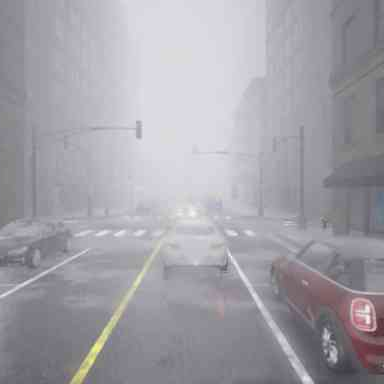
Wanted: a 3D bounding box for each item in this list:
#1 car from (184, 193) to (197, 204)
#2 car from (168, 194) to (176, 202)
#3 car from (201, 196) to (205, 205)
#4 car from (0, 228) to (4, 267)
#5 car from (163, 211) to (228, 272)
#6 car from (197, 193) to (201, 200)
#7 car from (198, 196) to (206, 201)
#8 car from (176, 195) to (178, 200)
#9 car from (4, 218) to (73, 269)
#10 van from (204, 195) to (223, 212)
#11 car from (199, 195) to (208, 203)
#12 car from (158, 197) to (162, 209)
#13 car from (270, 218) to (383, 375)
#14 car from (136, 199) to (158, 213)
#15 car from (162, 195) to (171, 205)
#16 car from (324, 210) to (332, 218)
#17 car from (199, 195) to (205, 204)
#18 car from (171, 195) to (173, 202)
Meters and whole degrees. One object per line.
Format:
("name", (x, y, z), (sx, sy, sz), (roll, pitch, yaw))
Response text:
("car", (-0.004, 1.515, 68.336), (2.097, 1.767, 4.553), (0, 0, 0))
("car", (-5.392, 1.747, 78.000), (1.947, 1.339, 4.313), (0, 0, 0))
("car", (2.635, 1.707, 49.599), (1.802, 1.307, 4.206), (0, 0, 0))
("car", (-5.388, 1.540, 5.458), (1.752, 1.417, 4.829), (0, 0, 0))
("car", (0.099, 1.554, 10.742), (1.812, 1.442, 4.674), (0, 0, 0))
("car", (2.634, 1.476, 66.644), (2.192, 1.841, 5.009), (0, 0, 0))
("car", (2.633, 1.753, 89.368), (2.008, 1.369, 4.403), (0, 0, 0))
("car", (-5.392, 1.506, 83.682), (2.192, 1.841, 5.009), (0, 0, 0))
("car", (-5.388, 1.580, 11.146), (2.008, 1.369, 4.403), (0, 0, 0))
("van", (2.635, 1.438, 38.237), (1.690, 1.788, 3.998), (0, 0, 0))
("car", (2.633, 1.621, 78.006), (1.967, 1.590, 4.097), (0, 0, 0))
("car", (-5.390, 1.656, 43.909), (1.887, 1.381, 4.507), (0, 0, 0))
("car", (2.637, 1.455, 5.637), (1.967, 1.590, 4.097), (0, 0, 0))
("car", (-5.390, 1.648, 38.227), (2.008, 1.369, 4.403), (0, 0, 0))
("car", (-5.391, 1.675, 60.785), (1.752, 1.417, 4.829), (0, 0, 0))
("car", (11.872, 1.619, 23.234), (5.008, 1.535, 1.882), (0, 0, -1))
("car", (2.634, 1.732, 60.962), (1.802, 1.307, 4.206), (0, 0, 0))
("car", (-5.391, 1.726, 66.637), (1.947, 1.339, 4.313), (0, 0, 0))
